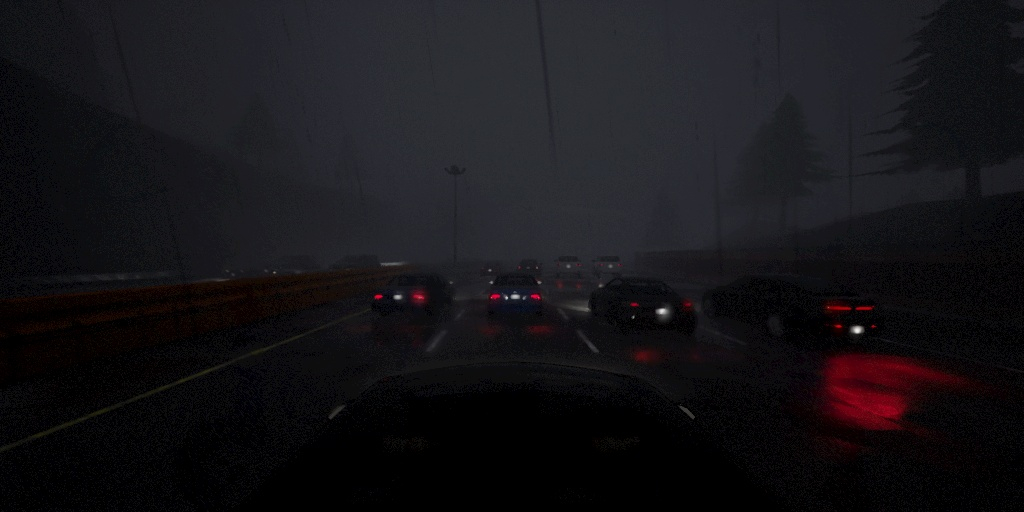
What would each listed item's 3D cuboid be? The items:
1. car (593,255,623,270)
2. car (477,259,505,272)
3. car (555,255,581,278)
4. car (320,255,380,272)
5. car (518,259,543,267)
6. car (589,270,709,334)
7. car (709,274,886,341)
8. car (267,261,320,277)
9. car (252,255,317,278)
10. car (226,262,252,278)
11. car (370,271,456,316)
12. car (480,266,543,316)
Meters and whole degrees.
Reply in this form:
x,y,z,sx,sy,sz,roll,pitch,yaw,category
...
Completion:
x,y,z,sx,sy,sz,roll,pitch,yaw,category
8.644,0.900,32.633,2.150,2.045,5.566,0,0,9,car
-1.683,1.239,34.222,1.994,1.385,4.181,0,0,8,car
5.115,0.900,32.648,2.150,2.045,5.566,0,0,8,car
-13.056,0.907,29.956,2.150,2.045,5.566,0,0,7,car
1.720,1.029,33.309,2.097,1.767,4.553,0,0,8,car
3.606,1.293,10.563,1.994,1.385,4.181,0,0,0,car
7.102,1.238,9.787,1.837,1.490,4.892,0,1,0,car
-16.710,1.289,28.668,1.895,1.301,4.718,0,0,6,car
-19.833,0.902,32.207,2.150,2.045,5.566,0,0,7,car
-23.269,1.226,33.034,2.033,1.411,5.357,0,0,7,car
-3.367,1.271,13.208,2.033,1.411,5.357,0,0,1,car
0.134,1.271,13.299,2.033,1.411,5.357,0,0,1,car
